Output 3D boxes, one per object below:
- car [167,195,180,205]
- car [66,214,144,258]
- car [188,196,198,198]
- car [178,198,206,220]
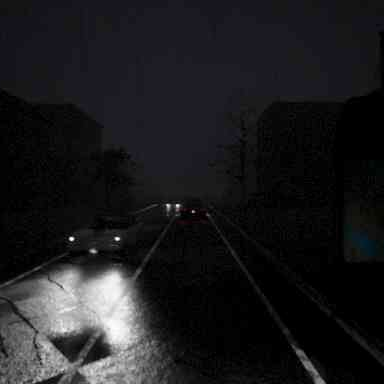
[{"bbox_3d":[-3.056,1.327,55.185,1.837,1.490,4.892,0,0,0],"label":"car"},{"bbox_3d":[-3.100,1.559,12.702,1.895,1.301,4.718,0,0,0],"label":"car"},{"bbox_3d":[0.102,1.327,42.941,1.837,1.490,4.892,0,0,0],"label":"car"},{"bbox_3d":[0.101,1.457,27.228,1.994,1.385,4.181,0,0,0],"label":"car"}]
